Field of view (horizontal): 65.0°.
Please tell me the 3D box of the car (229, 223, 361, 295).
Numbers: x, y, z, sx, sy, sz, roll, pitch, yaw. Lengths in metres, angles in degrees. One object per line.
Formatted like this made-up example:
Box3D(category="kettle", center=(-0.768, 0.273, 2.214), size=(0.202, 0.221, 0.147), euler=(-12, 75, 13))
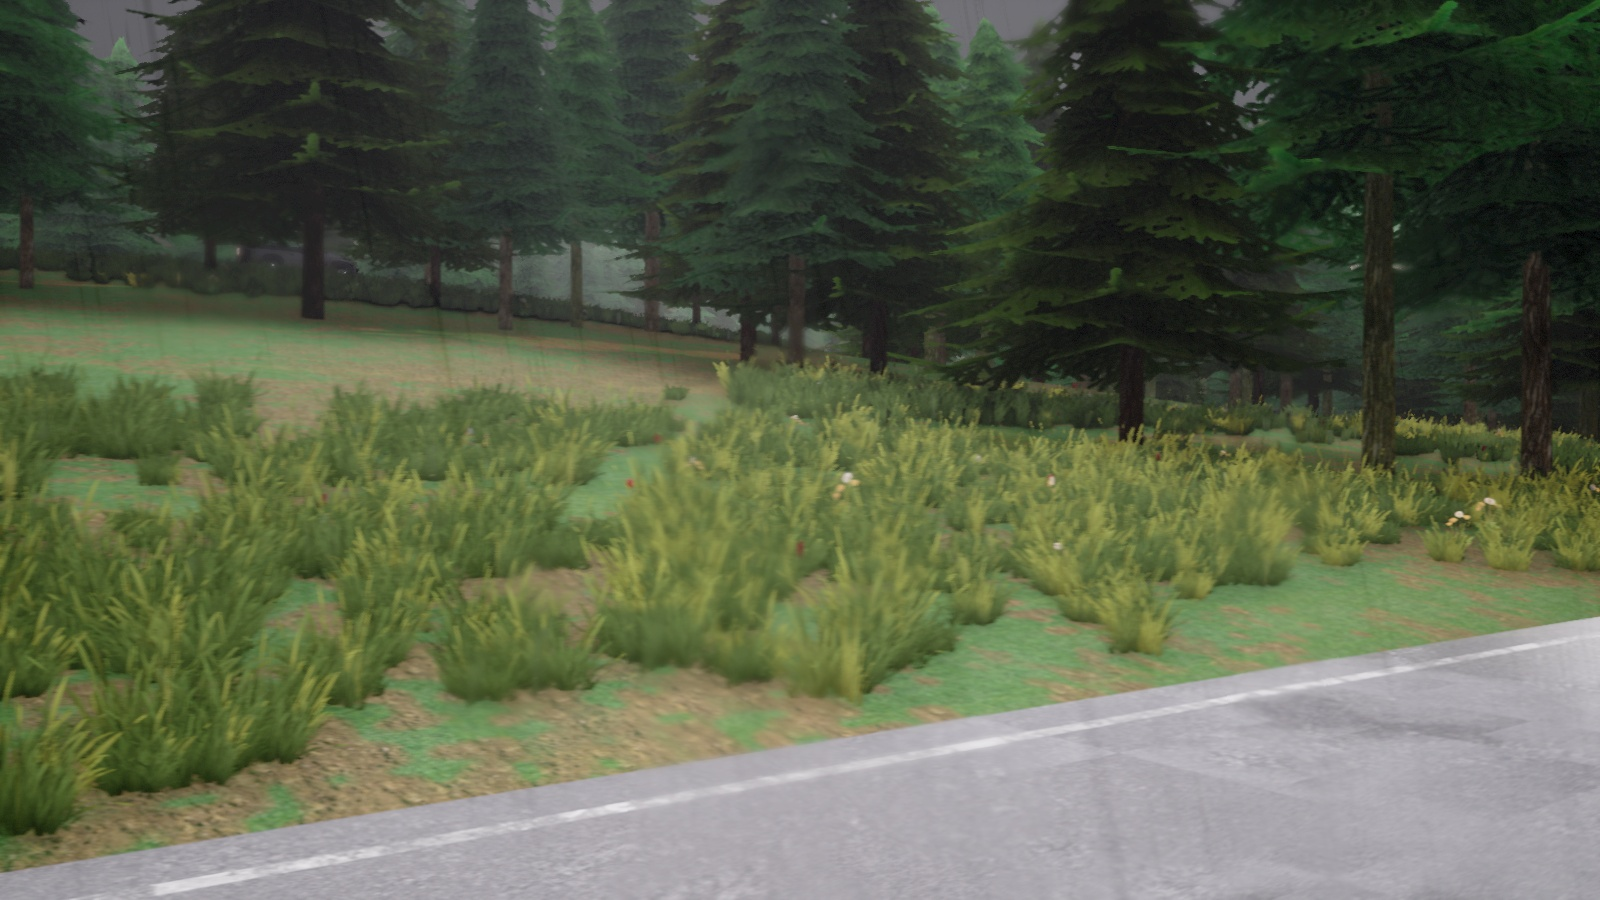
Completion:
Box3D(category="car", center=(-17.463, -6.548, 43.469), size=(3.866, 1.878, 1.905), euler=(1, -1, -37))
